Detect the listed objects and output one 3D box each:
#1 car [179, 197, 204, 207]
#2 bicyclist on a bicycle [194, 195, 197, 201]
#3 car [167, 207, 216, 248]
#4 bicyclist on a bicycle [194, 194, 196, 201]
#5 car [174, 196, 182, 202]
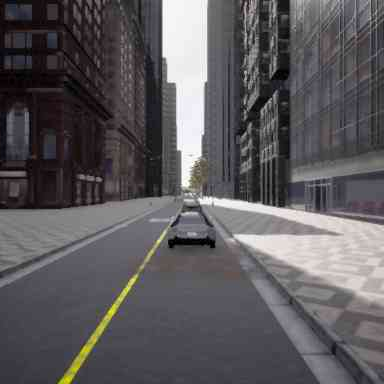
[{"bbox_3d":[0.000,1.508,29.651,1.837,1.490,4.892,0,0,0],"label":"car"},{"bbox_3d":[0.816,1.413,80.059,0.866,1.612,1.509,0,0,0],"label":"bicyclist on a bicycle"},{"bbox_3d":[0.000,1.570,14.650,1.994,1.385,4.181,0,0,0],"label":"car"},{"bbox_3d":[0.824,1.376,89.057,0.659,1.776,1.843,0,0,0],"label":"bicyclist on a bicycle"},{"bbox_3d":[-2.999,1.499,75.961,1.994,1.385,4.181,0,0,0],"label":"car"}]
